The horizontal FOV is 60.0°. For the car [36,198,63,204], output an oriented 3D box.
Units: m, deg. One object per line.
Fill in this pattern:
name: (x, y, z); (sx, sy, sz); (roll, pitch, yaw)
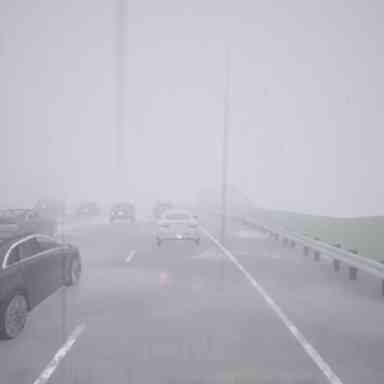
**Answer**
car: (-13.362, 1.381, 31.333); (2.097, 1.767, 4.553); (0, 0, -10)

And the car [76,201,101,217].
car: (-9.965, 1.586, 32.214); (1.994, 1.385, 4.181); (0, 0, -10)

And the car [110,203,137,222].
car: (-5.430, 1.560, 26.373); (2.033, 1.411, 5.357); (0, 0, -8)

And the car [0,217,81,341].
car: (-3.638, 1.499, 6.459); (2.128, 1.511, 4.902); (0, 0, -2)

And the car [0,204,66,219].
car: (-7.679, 1.508, 15.063); (2.128, 1.511, 4.902); (0, 0, -5)

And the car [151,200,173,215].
car: (-2.758, 1.500, 31.642); (2.128, 1.511, 4.902); (0, 0, -10)

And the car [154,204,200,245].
car: (-0.704, 1.529, 15.549); (1.812, 1.442, 4.674); (0, 0, -5)
